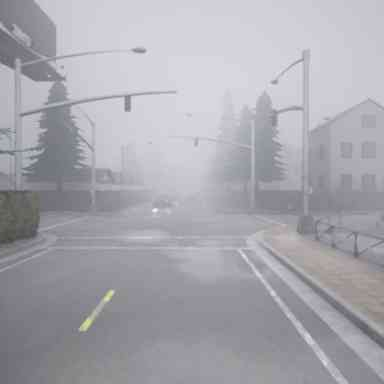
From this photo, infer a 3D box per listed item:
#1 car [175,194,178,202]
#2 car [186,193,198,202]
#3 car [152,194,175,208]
[{"bbox_3d":[-3.510,1.010,61.177,1.812,1.442,4.674,0,0,0],"label":"car"},{"bbox_3d":[-0.003,0.971,61.774,2.128,1.511,4.902,0,0,0],"label":"car"},{"bbox_3d":[-3.592,1.010,40.724,2.097,1.767,4.553,0,0,0],"label":"car"}]
